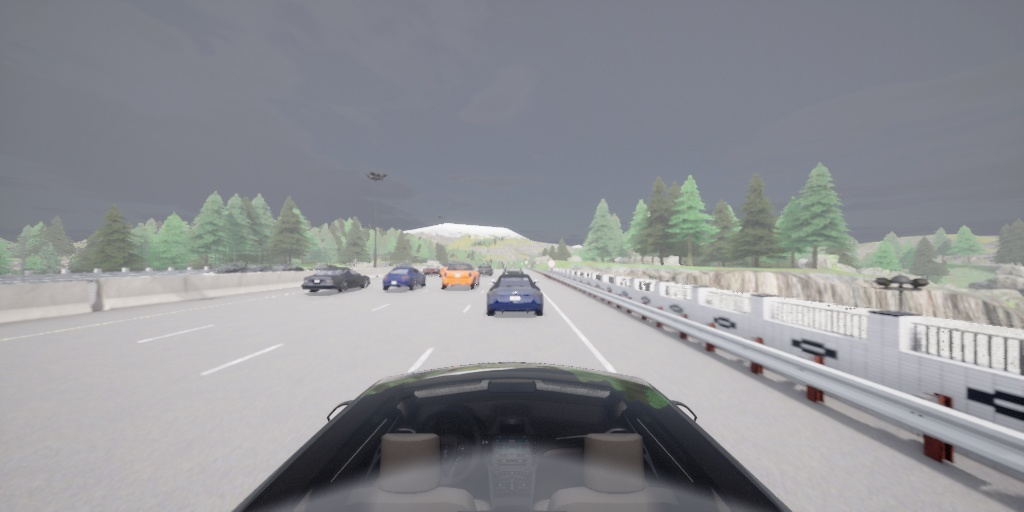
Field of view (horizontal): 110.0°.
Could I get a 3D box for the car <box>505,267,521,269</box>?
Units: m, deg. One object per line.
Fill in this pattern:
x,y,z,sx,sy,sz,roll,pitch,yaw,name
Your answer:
0.106,1.660,33.478,1.895,1.301,4.718,0,-1,0,car

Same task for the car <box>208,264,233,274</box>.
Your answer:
-31.554,1.685,40.337,2.128,1.511,4.902,0,-1,0,car

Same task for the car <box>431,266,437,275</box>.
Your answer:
-10.390,1.953,48.447,1.895,1.301,4.718,0,-1,0,car

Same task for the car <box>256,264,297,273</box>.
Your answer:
-24.572,1.653,38.791,2.128,1.511,4.902,0,-1,0,car

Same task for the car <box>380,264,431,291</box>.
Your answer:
-6.894,1.422,23.258,1.812,1.442,4.674,0,-1,0,car

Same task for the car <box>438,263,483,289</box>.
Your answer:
-3.394,1.264,24.536,2.097,1.767,4.553,0,-1,0,car

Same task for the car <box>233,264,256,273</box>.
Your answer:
-28.065,1.745,39.728,1.994,1.385,4.181,0,-1,0,car

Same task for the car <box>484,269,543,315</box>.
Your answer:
0.103,1.362,13.748,1.994,1.385,4.181,0,0,0,car

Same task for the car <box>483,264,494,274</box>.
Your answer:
-3.390,1.802,46.281,2.128,1.511,4.902,0,-1,0,car

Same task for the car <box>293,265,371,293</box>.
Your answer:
-10.396,1.421,21.623,2.033,1.411,5.357,0,-1,0,car
